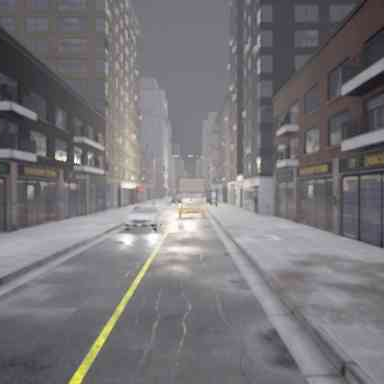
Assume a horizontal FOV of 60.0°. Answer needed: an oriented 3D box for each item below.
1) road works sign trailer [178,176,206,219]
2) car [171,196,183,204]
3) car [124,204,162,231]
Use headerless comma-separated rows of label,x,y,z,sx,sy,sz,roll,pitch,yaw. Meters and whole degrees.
road works sign trailer,-0.014,0.438,28.963,2.380,3.560,2.880,0,0,0
car,-2.805,1.487,62.372,1.994,1.385,4.181,0,0,1
car,-2.859,1.508,20.340,1.812,1.442,4.674,0,0,0
